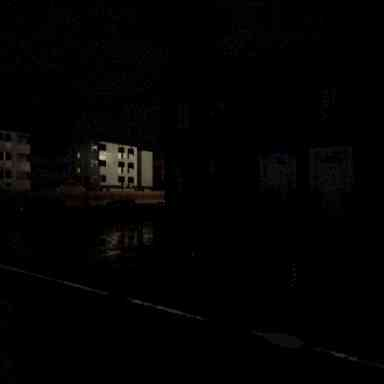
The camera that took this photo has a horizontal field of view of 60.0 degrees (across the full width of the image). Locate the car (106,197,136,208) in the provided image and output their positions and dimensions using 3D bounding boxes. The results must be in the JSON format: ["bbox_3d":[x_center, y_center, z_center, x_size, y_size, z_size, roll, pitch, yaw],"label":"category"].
[{"bbox_3d":[-10.641,1.580,49.826,2.128,1.511,4.902,0,0,40],"label":"car"}]

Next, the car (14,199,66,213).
[{"bbox_3d":[-16.377,1.573,36.818,2.128,1.511,4.902,0,0,37],"label":"car"}]

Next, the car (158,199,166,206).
[{"bbox_3d":[-3.106,1.431,52.772,4.553,1.767,2.097,0,0,-39],"label":"car"}]

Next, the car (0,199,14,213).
[{"bbox_3d":[-21.274,1.595,36.124,1.837,1.490,4.892,0,0,37],"label":"car"}]
